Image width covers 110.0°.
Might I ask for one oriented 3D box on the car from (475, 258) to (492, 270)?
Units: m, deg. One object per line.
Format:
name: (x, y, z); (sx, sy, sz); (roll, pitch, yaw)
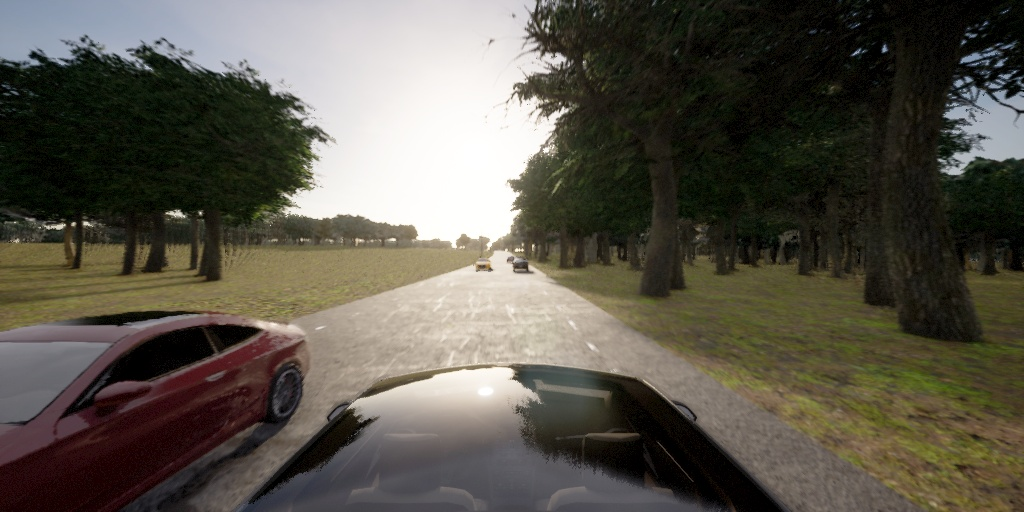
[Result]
car: (-3.569, 0.992, 45.689); (1.882, 1.535, 5.008); (0, 1, 0)

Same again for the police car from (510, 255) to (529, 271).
police car: (1.042, 0.960, 43.148); (1.930, 1.638, 5.238); (0, 0, 0)

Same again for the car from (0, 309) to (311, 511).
car: (-3.586, 1.271, 3.022); (1.812, 1.442, 4.674); (0, 0, 0)
